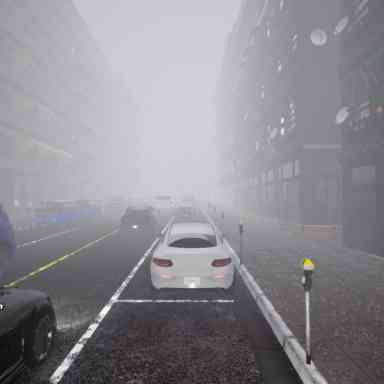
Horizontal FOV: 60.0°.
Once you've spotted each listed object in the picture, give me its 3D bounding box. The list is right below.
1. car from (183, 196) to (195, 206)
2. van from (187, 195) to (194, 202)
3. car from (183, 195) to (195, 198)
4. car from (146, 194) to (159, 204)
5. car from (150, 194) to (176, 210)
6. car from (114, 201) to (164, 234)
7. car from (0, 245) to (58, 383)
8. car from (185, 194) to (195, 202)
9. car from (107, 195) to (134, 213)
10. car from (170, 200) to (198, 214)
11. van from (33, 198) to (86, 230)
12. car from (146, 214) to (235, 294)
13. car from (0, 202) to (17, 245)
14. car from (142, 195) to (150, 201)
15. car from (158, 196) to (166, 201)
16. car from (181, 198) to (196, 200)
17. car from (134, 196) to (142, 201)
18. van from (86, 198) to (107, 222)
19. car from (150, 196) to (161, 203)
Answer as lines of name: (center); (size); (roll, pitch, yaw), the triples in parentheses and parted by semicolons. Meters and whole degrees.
car: (-0.473, 1.553, 59.411); (1.967, 1.590, 4.097); (1, 0, 0)
van: (-0.473, 1.576, 87.068); (1.690, 1.788, 3.998); (1, 0, 0)
car: (-0.429, 1.490, 37.286); (1.967, 1.590, 4.097); (1, 0, 0)
car: (-8.317, 1.471, 70.528); (2.192, 1.841, 5.009); (1, 0, 0)
car: (-3.022, 1.273, 37.597); (2.150, 2.045, 5.566); (0, 0, 0)
car: (-2.921, 1.520, 19.464); (1.837, 1.490, 4.892); (0, 0, 0)
car: (-2.921, 1.566, 3.100); (1.994, 1.385, 4.181); (0, 0, 0)
car: (-0.472, 1.521, 81.536); (2.192, 1.841, 5.009); (1, 0, 0)
car: (-8.313, 1.366, 37.346); (2.192, 1.841, 5.009); (1, 0, 0)
car: (-0.438, 1.572, 26.224); (1.887, 1.381, 4.507); (1, 0, 0)
van: (-8.312, 1.359, 20.753); (1.690, 1.788, 3.998); (2, 0, 0)
car: (0.003, 1.531, 8.653); (1.812, 1.442, 4.674); (0, 0, 0)
car: (-5.873, 1.225, 6.885); (2.150, 2.045, 5.566); (0, 0, 0)
car: (-8.321, 1.660, 53.938); (1.947, 1.339, 4.313); (1, 0, 0)
car: (-8.326, 1.847, 92.652); (1.802, 1.307, 4.206); (1, 0, 0)
car: (-0.438, 1.583, 31.754); (1.887, 1.381, 4.507); (1, 0, 0)
car: (-8.314, 1.379, 42.876); (2.192, 1.841, 5.009); (1, 0, 0)
van: (-8.313, 1.368, 26.285); (1.690, 1.788, 3.998); (1, 0, 0)
car: (-8.323, 1.725, 76.059); (1.887, 1.381, 4.507); (1, 0, 0)
